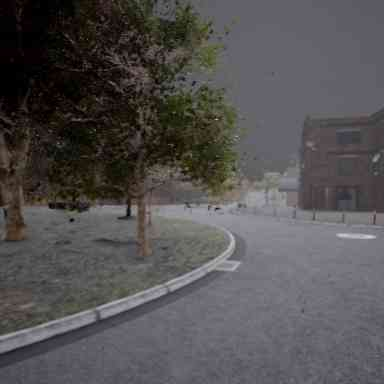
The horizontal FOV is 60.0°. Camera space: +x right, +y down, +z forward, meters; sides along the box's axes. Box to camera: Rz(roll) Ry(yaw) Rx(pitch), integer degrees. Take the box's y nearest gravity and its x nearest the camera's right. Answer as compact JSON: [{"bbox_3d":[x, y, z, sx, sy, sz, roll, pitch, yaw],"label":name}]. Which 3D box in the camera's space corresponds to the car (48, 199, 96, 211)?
[{"bbox_3d":[-12.954,1.408,35.818,4.718,1.301,1.895,1,0,8],"label":"car"}]
